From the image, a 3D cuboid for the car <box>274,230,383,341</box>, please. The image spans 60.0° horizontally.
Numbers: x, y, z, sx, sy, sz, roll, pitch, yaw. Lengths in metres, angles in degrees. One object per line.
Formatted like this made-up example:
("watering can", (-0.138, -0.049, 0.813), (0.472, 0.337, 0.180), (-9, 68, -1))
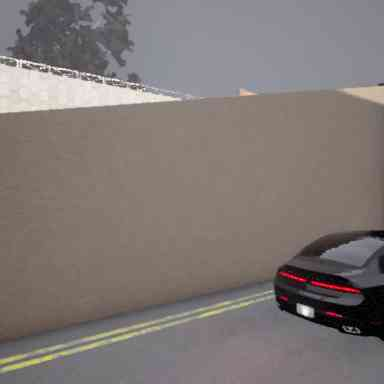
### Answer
("car", (3.663, 1.497, 6.375), (4.892, 1.490, 1.837), (-1, 0, -35))
